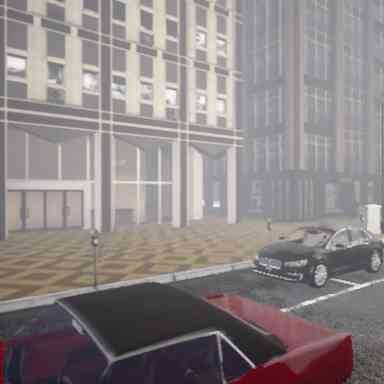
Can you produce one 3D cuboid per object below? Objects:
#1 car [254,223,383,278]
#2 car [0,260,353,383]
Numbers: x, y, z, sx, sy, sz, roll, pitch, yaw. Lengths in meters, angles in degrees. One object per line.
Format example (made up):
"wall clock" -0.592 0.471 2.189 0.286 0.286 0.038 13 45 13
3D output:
"car" 3.592 1.571 9.128 4.403 1.369 2.008 0 0 -36
"car" -0.790 1.603 2.693 4.718 1.301 1.895 0 0 -36
